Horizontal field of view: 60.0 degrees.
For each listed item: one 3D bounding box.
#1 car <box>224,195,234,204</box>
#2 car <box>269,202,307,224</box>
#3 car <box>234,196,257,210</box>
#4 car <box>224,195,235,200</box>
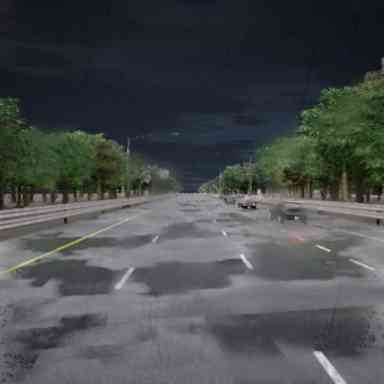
[{"bbox_3d":[7.034,1.495,61.977,2.128,1.511,4.902,0,0,0],"label":"car"},{"bbox_3d":[7.013,1.509,24.653,1.837,1.490,4.892,0,0,0],"label":"car"},{"bbox_3d":[7.023,1.605,43.072,1.895,1.301,4.718,0,0,0],"label":"car"},{"bbox_3d":[10.370,1.529,92.742,2.128,1.511,4.902,0,0,18],"label":"car"}]
